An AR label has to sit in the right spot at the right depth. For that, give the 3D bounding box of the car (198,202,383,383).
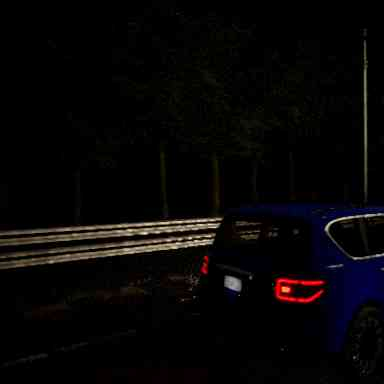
[{"bbox_3d":[2.697,1.194,5.589,5.566,2.045,2.150,0,0,-35],"label":"car"}]
